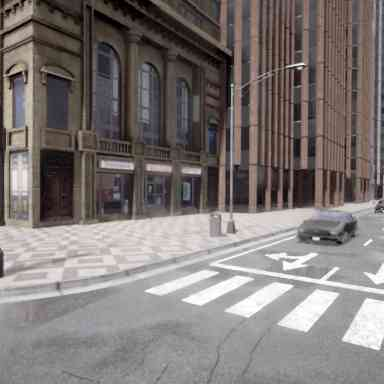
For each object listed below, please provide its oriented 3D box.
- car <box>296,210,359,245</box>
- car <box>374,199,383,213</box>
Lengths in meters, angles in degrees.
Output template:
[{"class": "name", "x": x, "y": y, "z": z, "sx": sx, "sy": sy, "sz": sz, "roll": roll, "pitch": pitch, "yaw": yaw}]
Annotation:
[{"class": "car", "x": 6.733, "y": 1.572, "z": 16.103, "sx": 2.033, "sy": 1.411, "sz": 5.357, "roll": 1, "pitch": 0, "yaw": 35}, {"class": "car", "x": 21.528, "y": 1.603, "z": 36.919, "sx": 1.837, "sy": 1.490, "sz": 4.892, "roll": 1, "pitch": 1, "yaw": 35}]
